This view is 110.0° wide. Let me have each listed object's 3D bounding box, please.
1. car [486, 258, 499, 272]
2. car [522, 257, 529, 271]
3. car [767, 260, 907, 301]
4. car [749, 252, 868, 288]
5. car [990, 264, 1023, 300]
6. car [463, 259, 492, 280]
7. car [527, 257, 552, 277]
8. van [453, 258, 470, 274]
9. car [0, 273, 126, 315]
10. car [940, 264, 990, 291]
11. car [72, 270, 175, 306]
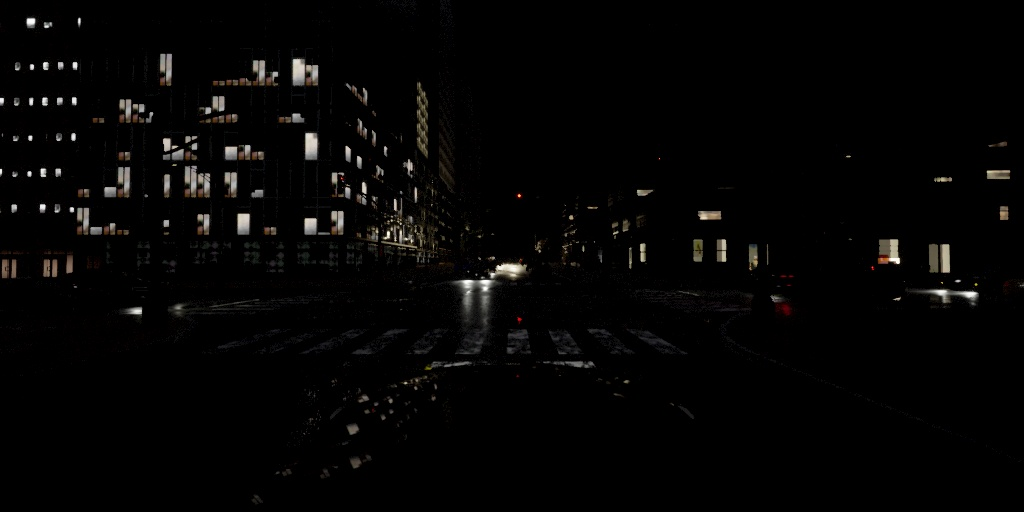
[{"bbox_3d":[-2.991,1.319,44.930,1.994,1.385,4.181,0,0,0],"label":"car"},{"bbox_3d":[2.802,1.070,46.343,2.192,1.841,5.009,0,0,0],"label":"car"},{"bbox_3d":[13.968,1.070,15.472,4.902,1.511,2.128,-1,-1,1],"label":"car"},{"bbox_3d":[15.505,0.842,18.643,5.566,2.045,2.150,-1,-1,-1],"label":"car"},{"bbox_3d":[20.717,0.994,12.746,4.829,1.417,1.751,0,0,1],"label":"car"},{"bbox_3d":[-2.998,1.280,32.098,1.812,1.442,4.674,0,0,-1],"label":"car"},{"bbox_3d":[2.774,1.194,34.995,1.967,1.591,4.097,0,0,0],"label":"car"},{"bbox_3d":[-5.593,1.096,40.652,1.690,1.789,3.998,0,0,0],"label":"van"},{"bbox_3d":[-17.391,1.413,13.206,4.207,1.307,1.802,0,0,1],"label":"car"},{"bbox_3d":[25.023,1.094,18.487,4.181,1.385,1.994,-1,-1,1],"label":"car"},{"bbox_3d":[-17.858,1.359,15.819,5.008,1.535,1.882,-1,-1,1],"label":"car"}]
